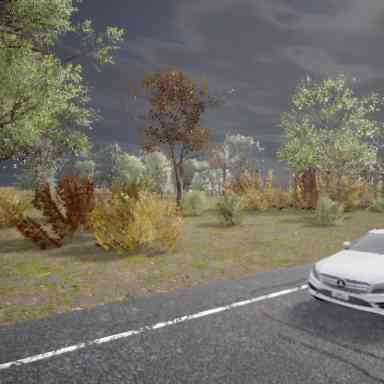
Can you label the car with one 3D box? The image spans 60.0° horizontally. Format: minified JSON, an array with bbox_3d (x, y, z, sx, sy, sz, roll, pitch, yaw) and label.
[{"bbox_3d":[4.487,1.532,7.169,4.674,1.442,1.812,0,0,-35],"label":"car"}]
